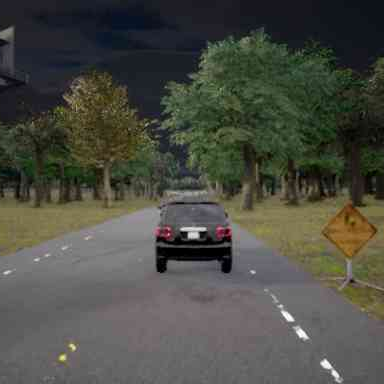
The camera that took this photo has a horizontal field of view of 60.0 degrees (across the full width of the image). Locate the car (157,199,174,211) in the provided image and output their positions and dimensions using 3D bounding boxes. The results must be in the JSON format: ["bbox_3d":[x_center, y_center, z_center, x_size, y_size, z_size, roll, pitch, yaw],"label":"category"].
[{"bbox_3d":[-3.583,1.748,45.383,1.994,1.385,4.181,0,0,0],"label":"car"}]

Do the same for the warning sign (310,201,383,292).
[{"bbox_3d":[3.532,1.150,7.488,1.300,1.860,1.060,-1,-1,0],"label":"warning sign"}]

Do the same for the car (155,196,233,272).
[{"bbox_3d":[0.070,1.262,11.113,2.150,2.045,5.566,0,-2,1],"label":"car"}]

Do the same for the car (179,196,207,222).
[{"bbox_3d":[0.088,1.345,28.528,2.150,2.045,5.566,0,0,0],"label":"car"}]
